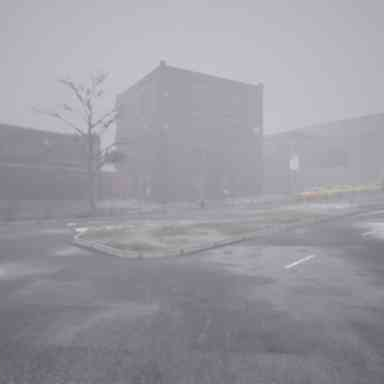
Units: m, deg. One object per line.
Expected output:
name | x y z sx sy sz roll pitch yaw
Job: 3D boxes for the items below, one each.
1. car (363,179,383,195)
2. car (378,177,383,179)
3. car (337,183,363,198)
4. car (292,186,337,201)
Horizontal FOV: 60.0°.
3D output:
car | 22.329 -0.489 43.134 5.366 1.575 1.946 -4 2 -35
car | 27.069 -1.061 46.453 5.566 2.045 2.435 -4 2 -35
car | 17.813 -0.181 39.966 5.366 1.575 1.946 -4 2 -35
car | 13.293 0.130 36.807 5.366 1.575 1.946 -4 3 -35
